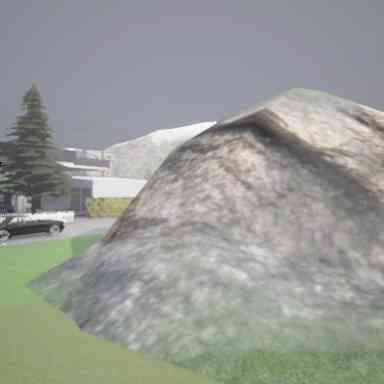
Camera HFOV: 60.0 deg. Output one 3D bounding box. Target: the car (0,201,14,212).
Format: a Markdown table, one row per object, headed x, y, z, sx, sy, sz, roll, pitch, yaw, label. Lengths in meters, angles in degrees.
| x | y | z | sx | sy | sz | roll | pitch | yaw | label |
| --- | --- | --- | --- | --- | --- | --- | --- | --- | --- |
| -19.047 | 1.815 | 30.761 | 1.905 | 1.878 | 3.866 | -1 | 0 | 35 | car |

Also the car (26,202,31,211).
| x | y | z | sx | sy | sz | roll | pitch | yaw | label |
| --- | --- | --- | --- | --- | --- | --- | --- | --- | --- |
| -21.158 | 2.035 | 37.572 | 2.242 | 1.667 | 4.611 | -1 | 0 | 35 | car |

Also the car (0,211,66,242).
| x | y | z | sx | sy | sz | roll | pitch | yaw | label |
| --- | --- | --- | --- | --- | --- | --- | --- | --- | --- |
| -9.703 | 1.967 | 18.887 | 1.895 | 1.301 | 4.718 | -1 | 0 | 36 | car |
